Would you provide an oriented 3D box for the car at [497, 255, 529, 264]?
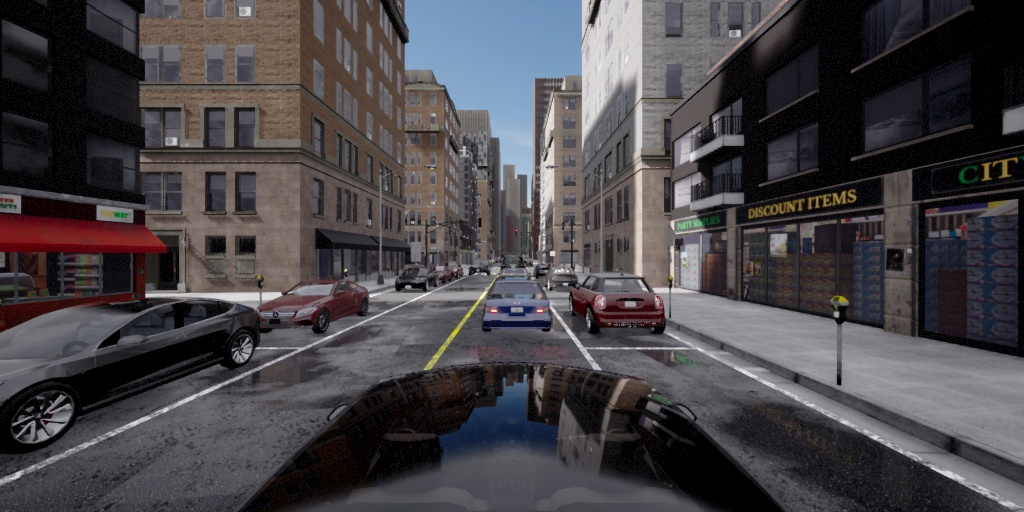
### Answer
[{"bbox_3d":[0.075,0.974,31.380,2.150,2.045,5.566,0,0,-1],"label":"car"}]

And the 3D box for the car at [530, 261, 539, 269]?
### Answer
[{"bbox_3d":[2.926,1.319,32.633,1.948,1.339,4.313,0,0,0],"label":"car"}]

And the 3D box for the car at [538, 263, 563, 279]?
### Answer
[{"bbox_3d":[2.899,1.301,21.631,2.007,1.370,4.403,0,0,0],"label":"car"}]

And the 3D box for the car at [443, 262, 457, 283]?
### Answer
[{"bbox_3d":[-5.613,1.334,27.152,1.802,1.307,4.207,0,0,0],"label":"car"}]

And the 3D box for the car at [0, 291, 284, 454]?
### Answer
[{"bbox_3d":[-5.665,1.315,5.147,1.948,1.339,4.313,0,0,0],"label":"car"}]

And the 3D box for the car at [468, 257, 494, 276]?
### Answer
[{"bbox_3d":[-2.930,0.971,33.421,1.837,1.490,4.892,0,0,0],"label":"car"}]

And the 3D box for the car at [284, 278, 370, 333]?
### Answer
[{"bbox_3d":[-5.652,1.332,10.648,1.802,1.307,4.207,0,0,0],"label":"car"}]

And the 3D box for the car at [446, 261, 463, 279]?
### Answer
[{"bbox_3d":[-5.600,1.193,32.654,1.967,1.591,4.097,0,0,0],"label":"car"}]

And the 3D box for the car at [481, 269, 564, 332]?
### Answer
[{"bbox_3d":[0.120,1.297,10.843,2.033,1.411,5.357,0,0,0],"label":"car"}]

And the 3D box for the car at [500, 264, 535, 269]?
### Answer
[{"bbox_3d":[0.142,1.352,21.349,1.895,1.301,4.718,0,0,0],"label":"car"}]

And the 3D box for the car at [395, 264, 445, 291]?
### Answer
[{"bbox_3d":[-5.626,1.316,21.651,1.948,1.339,4.313,0,0,0],"label":"car"}]

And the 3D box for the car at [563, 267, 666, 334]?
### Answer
[{"bbox_3d":[2.874,1.189,10.628,1.967,1.591,4.097,0,0,0],"label":"car"}]
